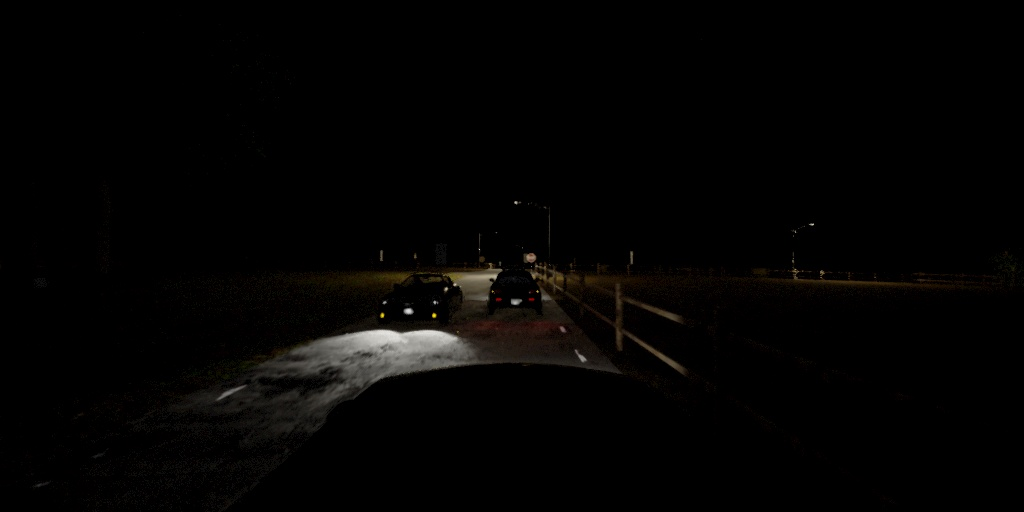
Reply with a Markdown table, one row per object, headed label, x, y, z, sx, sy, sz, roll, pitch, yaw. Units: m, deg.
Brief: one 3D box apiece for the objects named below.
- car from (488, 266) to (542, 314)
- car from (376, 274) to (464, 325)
| label | x | y | z | sx | sy | sz | roll | pitch | yaw |
| --- | --- | --- | --- | --- | --- | --- | --- | --- | --- |
| car | 0.101 | 1.258 | 13.504 | 1.812 | 1.442 | 4.674 | 0 | 0 | 0 |
| car | -2.782 | 1.299 | 11.683 | 1.994 | 1.385 | 4.181 | 0 | 0 | 1 |
